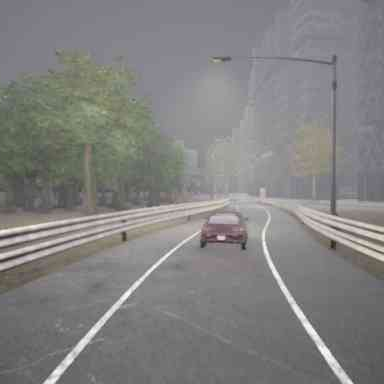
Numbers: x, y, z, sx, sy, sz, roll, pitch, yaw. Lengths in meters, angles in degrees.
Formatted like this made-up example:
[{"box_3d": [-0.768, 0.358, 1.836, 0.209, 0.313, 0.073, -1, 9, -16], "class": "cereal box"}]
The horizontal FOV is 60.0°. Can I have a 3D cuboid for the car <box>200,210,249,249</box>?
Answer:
[{"box_3d": [1.509, 1.532, 14.638, 1.812, 1.442, 4.674, 0, 0, 10], "class": "car"}]

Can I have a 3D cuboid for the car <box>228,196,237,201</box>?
[{"box_3d": [9.374, 1.549, 79.016, 1.895, 1.301, 4.718, 0, 0, -5], "class": "car"}]
